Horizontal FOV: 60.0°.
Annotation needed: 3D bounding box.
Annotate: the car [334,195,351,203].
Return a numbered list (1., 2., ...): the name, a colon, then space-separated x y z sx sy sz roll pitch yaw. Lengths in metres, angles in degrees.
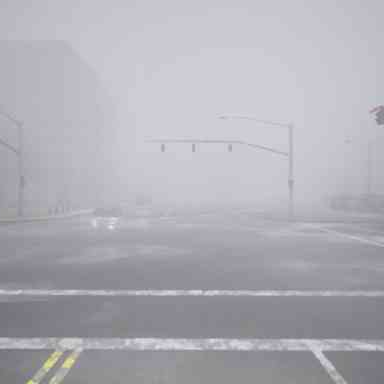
1. car: 30.914 1.394 68.361 1.784 1.438 3.905 0 0 0

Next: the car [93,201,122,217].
1. car: -7.867 1.552 31.459 1.812 1.442 4.674 0 0 2

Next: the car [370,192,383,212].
1. car: 19.591 1.172 35.777 1.905 1.878 3.866 0 0 0

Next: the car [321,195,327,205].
1. car: 22.272 1.419 53.248 1.970 1.475 3.806 0 0 0

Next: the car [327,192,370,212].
1. car: 16.697 1.169 35.827 1.932 1.855 4.605 0 0 0

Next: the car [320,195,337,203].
1. car: 28.018 1.426 68.358 1.970 1.475 3.806 0 0 0

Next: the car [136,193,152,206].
1. car: -7.951 1.270 55.675 2.150 2.045 5.566 0 0 0
